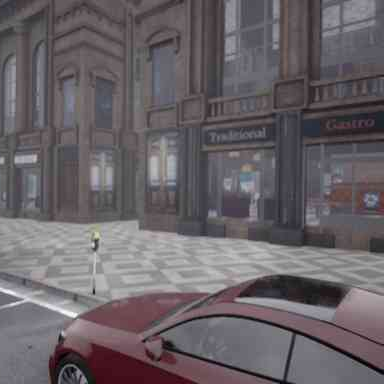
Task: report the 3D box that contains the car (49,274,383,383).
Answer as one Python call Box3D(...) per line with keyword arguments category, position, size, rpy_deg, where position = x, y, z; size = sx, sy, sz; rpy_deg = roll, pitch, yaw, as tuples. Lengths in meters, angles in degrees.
Box3D(category="car", position=(0.672, 1.521, 2.958), size=(4.674, 1.442, 1.812), rpy_deg=(0, 0, 36))
